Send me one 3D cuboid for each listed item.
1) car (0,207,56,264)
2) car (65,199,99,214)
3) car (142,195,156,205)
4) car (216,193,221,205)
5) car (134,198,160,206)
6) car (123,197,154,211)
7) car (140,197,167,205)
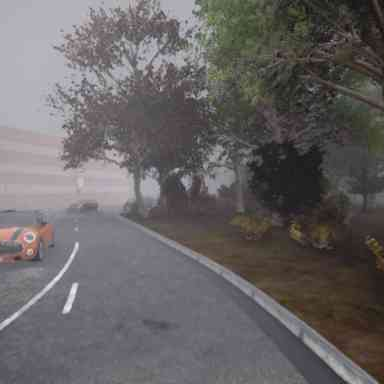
[{"bbox_3d":[-6.260,1.401,11.903,2.097,1.767,4.553,-1,0,-15],"label":"car"},{"bbox_3d":[-12.703,1.606,38.689,2.097,1.767,4.553,0,0,12],"label":"car"},{"bbox_3d":[-9.659,1.576,62.188,5.566,2.045,2.435,0,0,19],"label":"car"},{"bbox_3d":[3.212,1.494,60.911,5.566,2.045,2.435,0,0,19],"label":"car"},{"bbox_3d":[-8.702,1.870,64.846,4.674,1.452,2.002,0,0,19],"label":"car"},{"bbox_3d":[-7.449,1.767,44.923,1.837,1.490,4.892,0,0,19],"label":"car"},{"bbox_3d":[-7.772,1.831,67.517,5.008,1.535,2.097,0,0,19],"label":"car"}]
